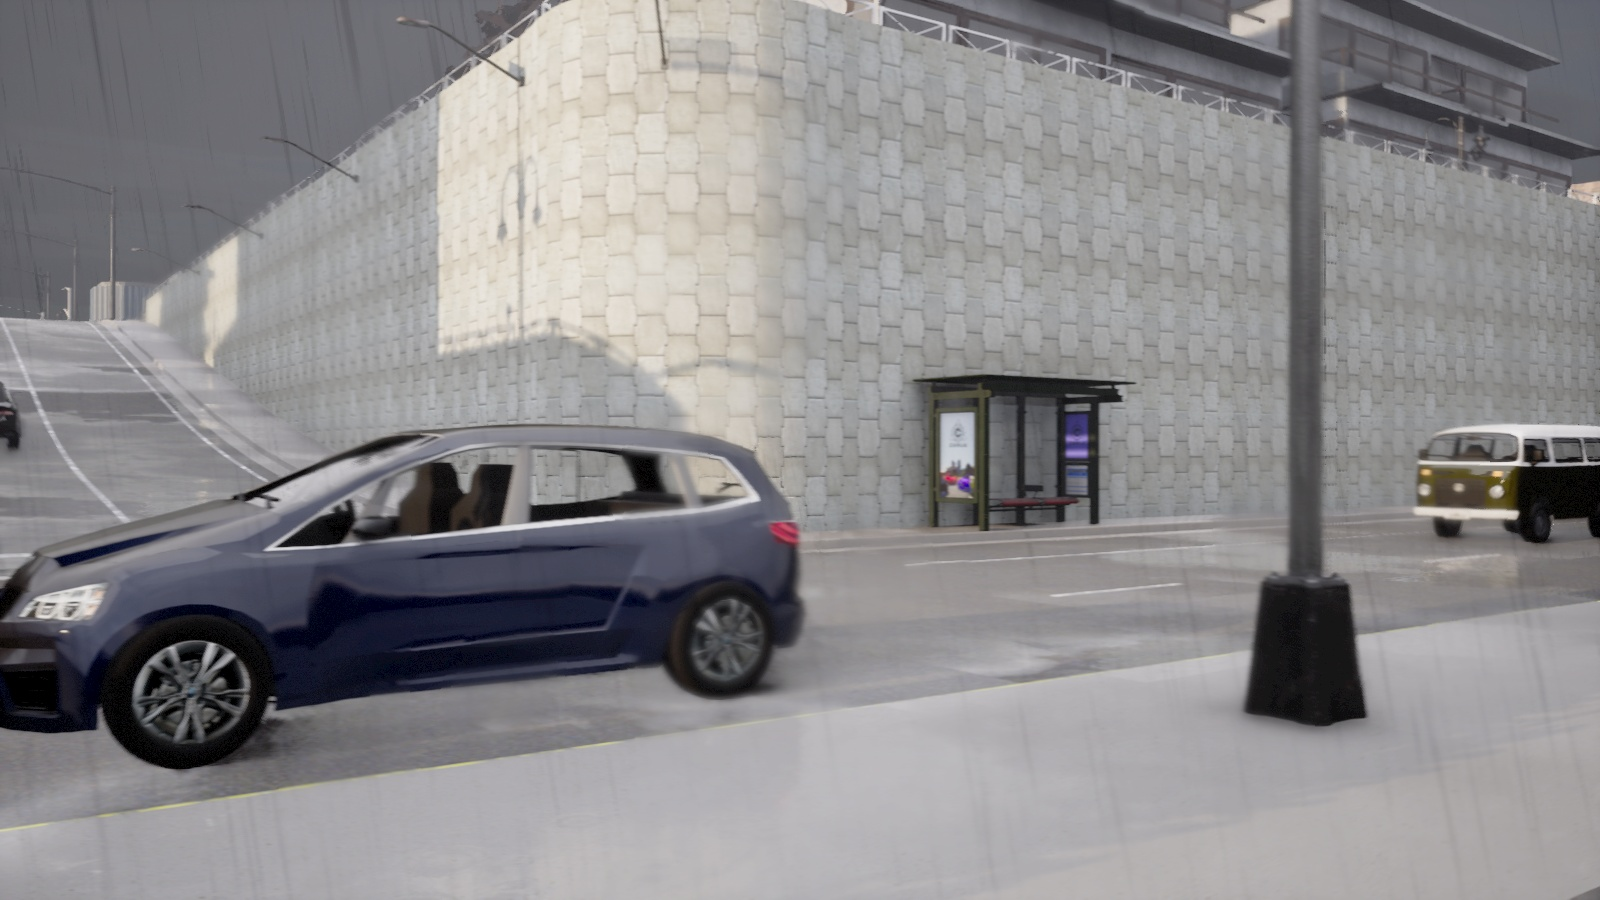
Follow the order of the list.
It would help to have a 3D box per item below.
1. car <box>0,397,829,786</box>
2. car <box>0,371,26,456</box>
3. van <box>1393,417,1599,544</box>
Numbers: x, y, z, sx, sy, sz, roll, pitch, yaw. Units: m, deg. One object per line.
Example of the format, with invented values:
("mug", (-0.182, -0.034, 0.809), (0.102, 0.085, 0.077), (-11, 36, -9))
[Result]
("car", (-2.353, 0.607, 7.503), (4.611, 1.667, 2.242), (0, 0, -35))
("car", (-20.428, -0.970, 30.853), (2.128, 1.511, 4.902), (0, 9, -35))
("van", (12.764, 0.496, 22.291), (4.480, 2.038, 2.069), (0, 0, -35))
